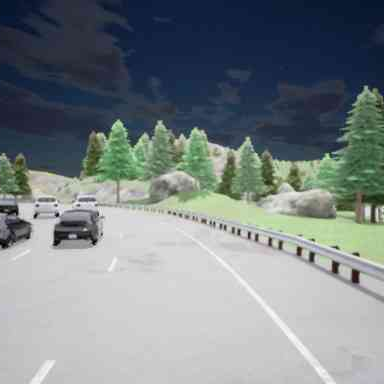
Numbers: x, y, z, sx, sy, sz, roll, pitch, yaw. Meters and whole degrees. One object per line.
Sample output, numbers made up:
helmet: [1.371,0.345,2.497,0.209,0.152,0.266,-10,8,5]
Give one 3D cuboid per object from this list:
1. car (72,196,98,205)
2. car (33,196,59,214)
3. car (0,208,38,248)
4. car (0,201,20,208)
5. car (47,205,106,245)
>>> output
car: [-10.591,1.397,32.953,2.150,2.045,5.566,0,0,-23]
car: [-14.380,1.411,32.877,2.150,2.045,5.566,0,0,-24]
car: [-8.737,1.659,15.081,1.994,1.385,4.181,0,0,-10]
car: [-19.288,1.694,34.993,1.882,1.535,5.008,0,0,-26]
car: [-5.374,1.593,16.112,1.837,1.490,4.892,0,0,-11]
